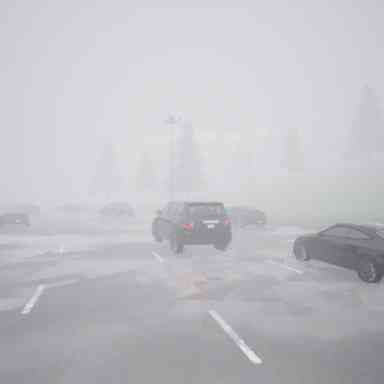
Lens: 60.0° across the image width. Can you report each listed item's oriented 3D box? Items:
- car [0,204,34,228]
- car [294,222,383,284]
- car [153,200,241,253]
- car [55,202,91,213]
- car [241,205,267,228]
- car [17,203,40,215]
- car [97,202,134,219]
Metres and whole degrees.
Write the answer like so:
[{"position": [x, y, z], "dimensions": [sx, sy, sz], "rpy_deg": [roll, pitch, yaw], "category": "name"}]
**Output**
[{"position": [-13.807, 1.886, 25.383], "dimensions": [1.812, 1.442, 4.674], "rpy_deg": [1, -1, -39], "category": "car"}, {"position": [4.927, 1.603, 9.884], "dimensions": [1.812, 1.442, 4.674], "rpy_deg": [0, -1, -16], "category": "car"}, {"position": [-0.195, 1.384, 14.771], "dimensions": [2.150, 2.045, 5.566], "rpy_deg": [0, -1, -19], "category": "car"}, {"position": [-16.634, 2.151, 46.383], "dimensions": [5.357, 1.411, 2.033], "rpy_deg": [-1, -1, 28], "category": "car"}, {"position": [3.373, 1.745, 24.060], "dimensions": [1.837, 1.490, 4.892], "rpy_deg": [1, -1, -26], "category": "car"}, {"position": [-20.408, 2.052, 40.102], "dimensions": [4.902, 1.511, 2.128], "rpy_deg": [-1, -1, 31], "category": "car"}, {"position": [-7.928, 1.771, 34.250], "dimensions": [2.097, 1.767, 4.553], "rpy_deg": [0, -1, -42], "category": "car"}]
